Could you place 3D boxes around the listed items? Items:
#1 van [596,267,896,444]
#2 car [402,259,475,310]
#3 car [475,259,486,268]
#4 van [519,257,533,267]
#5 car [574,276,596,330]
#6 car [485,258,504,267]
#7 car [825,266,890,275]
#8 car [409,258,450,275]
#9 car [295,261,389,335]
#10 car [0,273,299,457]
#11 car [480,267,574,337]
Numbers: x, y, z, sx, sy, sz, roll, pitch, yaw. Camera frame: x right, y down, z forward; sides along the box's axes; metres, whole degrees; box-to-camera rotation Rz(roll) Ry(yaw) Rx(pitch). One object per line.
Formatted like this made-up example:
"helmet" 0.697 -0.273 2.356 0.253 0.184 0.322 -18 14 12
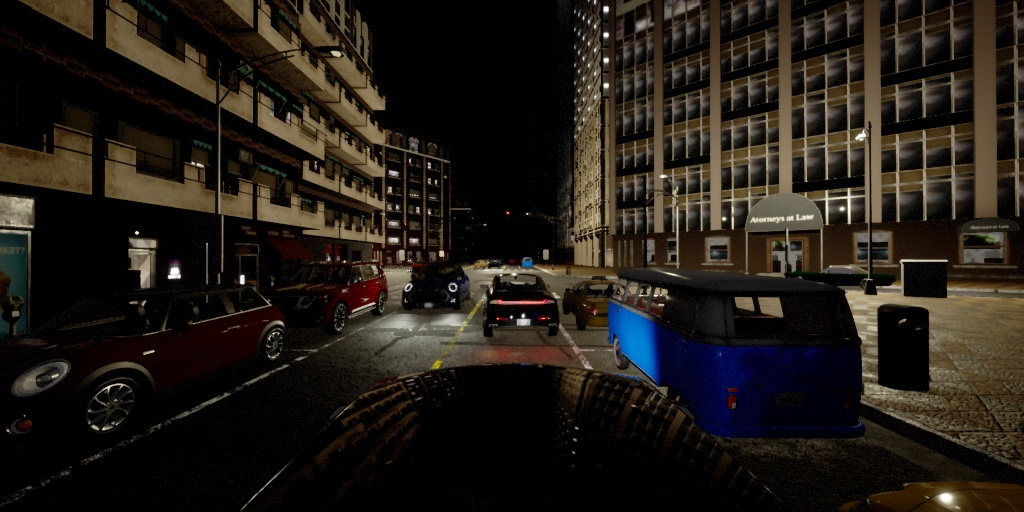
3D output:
"van" 2.565 1.092 5.171 1.690 1.789 3.998 0 0 0
"car" -2.898 1.108 14.583 2.097 1.767 4.553 0 0 -1
"car" -5.322 1.352 59.529 1.751 1.417 4.829 0 0 0
"van" 2.558 1.167 59.700 1.690 1.789 3.998 0 0 0
"car" 2.564 1.278 10.877 1.751 1.417 4.829 0 0 0
"car" -2.825 1.425 58.789 1.895 1.301 4.718 0 0 2
"car" 18.306 1.194 20.426 4.718 1.301 1.895 -1 -1 40
"car" -9.281 1.185 40.167 4.553 1.767 2.097 -1 0 41
"car" -5.316 1.068 10.700 2.192 1.841 5.009 0 0 0
"car" -5.315 1.191 5.164 1.967 1.591 4.097 0 0 0
"car" 0.132 1.244 10.312 2.128 1.511 4.902 0 0 -3
